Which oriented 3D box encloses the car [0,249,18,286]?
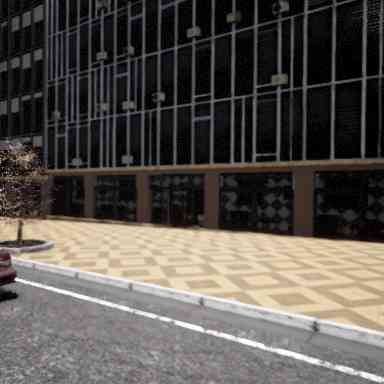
[{"bbox_3d":[-6.361,1.561,7.880,5.357,1.411,2.033,0,0,33],"label":"car"}]
